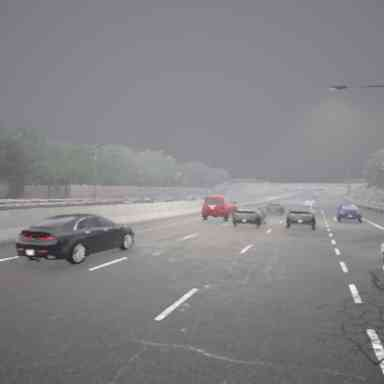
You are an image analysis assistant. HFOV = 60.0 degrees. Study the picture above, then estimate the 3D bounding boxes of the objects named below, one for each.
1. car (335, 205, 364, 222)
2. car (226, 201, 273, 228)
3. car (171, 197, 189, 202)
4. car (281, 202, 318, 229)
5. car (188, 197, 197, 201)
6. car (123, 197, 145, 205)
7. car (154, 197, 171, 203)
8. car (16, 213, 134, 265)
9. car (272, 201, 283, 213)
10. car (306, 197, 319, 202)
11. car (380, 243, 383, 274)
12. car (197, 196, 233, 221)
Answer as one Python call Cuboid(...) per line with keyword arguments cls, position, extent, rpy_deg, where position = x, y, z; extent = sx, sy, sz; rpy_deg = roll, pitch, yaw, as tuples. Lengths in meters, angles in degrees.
Cuboid(cls="car", position=(13.887, 1.840, 29.622), extent=(1.812, 1.442, 4.674), rpy_deg=(1, 0, 20))
Cuboid(cls="car", position=(4.254, 1.670, 23.824), extent=(2.128, 1.511, 4.902), rpy_deg=(1, 0, 20))
Cuboid(cls="car", position=(-1.363, 1.645, 59.165), extent=(2.097, 1.767, 4.553), rpy_deg=(1, 0, 21))
Cuboid(cls="car", position=(7.903, 1.711, 23.892), extent=(2.128, 1.511, 4.902), rpy_deg=(1, 0, 20))
Cuboid(cls="car", position=(1.435, 1.837, 56.699), extent=(1.812, 1.442, 4.674), rpy_deg=(1, 0, 21))
Cuboid(cls="car", position=(-9.811, 1.676, 56.641), extent=(2.128, 1.511, 4.902), rpy_deg=(1, 0, 21))
Cuboid(cls="car", position=(-4.942, 1.607, 59.587), extent=(2.097, 1.767, 4.553), rpy_deg=(1, 0, 21))
Cuboid(cls="car", position=(-3.868, 1.528, 11.952), extent=(1.837, 1.490, 4.892), rpy_deg=(1, 0, 20))
Cuboid(cls="car", position=(9.929, 1.810, 39.031), extent=(2.128, 1.511, 4.902), rpy_deg=(1, 0, 21))
Cuboid(cls="car", position=(19.342, 2.025, 54.359), extent=(1.812, 1.442, 4.674), rpy_deg=(1, 0, 21))
Cuboid(cls="car", position=(5.727, 1.708, 7.627), extent=(1.895, 1.301, 4.718), rpy_deg=(1, 0, 20))
Cuboid(cls="car", position=(2.562, 1.409, 29.338), extent=(2.150, 2.045, 5.566), rpy_deg=(1, 0, 20))
